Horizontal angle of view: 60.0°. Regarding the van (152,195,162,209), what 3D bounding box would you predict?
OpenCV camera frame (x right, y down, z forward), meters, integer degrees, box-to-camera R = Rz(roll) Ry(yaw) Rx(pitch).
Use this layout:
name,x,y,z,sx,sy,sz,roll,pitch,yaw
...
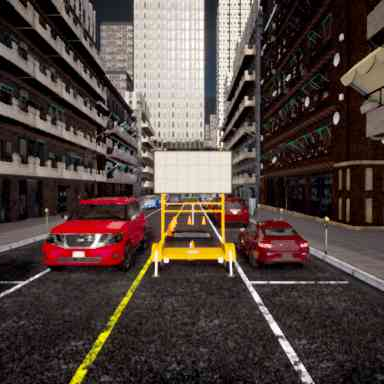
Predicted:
name,x,y,z,sx,sy,sz,roll,pitch,yaw
van,-5.338,1.322,44.259,1.690,1.788,3.998,-1,0,0

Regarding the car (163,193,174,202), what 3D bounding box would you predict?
name,x,y,z,sx,sy,sz,roll,pitch,yaw
car,-5.347,1.276,77.554,2.192,1.841,5.009,-1,0,0

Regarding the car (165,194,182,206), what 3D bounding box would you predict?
name,x,y,z,sx,sy,sz,roll,pitch,yaw
car,-2.764,1.193,53.951,2.150,2.045,5.566,0,0,0

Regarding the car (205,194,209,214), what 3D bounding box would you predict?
name,x,y,z,sx,sy,sz,roll,pitch,yaw
car,2.546,1.304,27.634,2.192,1.841,5.009,-1,0,0

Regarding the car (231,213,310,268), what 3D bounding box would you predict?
name,x,y,z,sx,sy,sz,roll,pitch,yaw
car,2.554,1.578,10.987,1.802,1.307,4.206,-1,0,0

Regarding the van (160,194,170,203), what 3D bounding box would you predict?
name,x,y,z,sx,sy,sz,roll,pitch,yaw
van,-5.344,1.310,66.455,1.690,1.788,3.998,-1,0,0

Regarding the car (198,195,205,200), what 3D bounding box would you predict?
name,x,y,z,sx,sy,sz,roll,pitch,yaw
car,2.533,1.478,88.843,1.752,1.417,4.829,-1,0,0

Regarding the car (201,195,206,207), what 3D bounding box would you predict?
name,x,y,z,sx,sy,sz,roll,pitch,yaw
car,2.544,1.506,44.451,1.752,1.417,4.829,-1,0,0

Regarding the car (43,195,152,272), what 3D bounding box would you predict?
name,x,y,z,sx,sy,sz,roll,pitch,yaw
car,-2.854,1.217,11.138,2.150,2.045,5.566,0,0,0

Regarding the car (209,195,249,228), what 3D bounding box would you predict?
name,x,y,z,sx,sy,sz,roll,pitch,yaw
car,2.548,1.306,22.084,2.192,1.841,5.009,-1,0,0

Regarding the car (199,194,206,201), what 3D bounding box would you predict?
name,x,y,z,sx,sy,sz,roll,pitch,yaw
car,2.542,1.418,49.830,1.967,1.590,4.097,-1,0,0

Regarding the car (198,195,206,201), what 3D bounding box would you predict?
name,x,y,z,sx,sy,sz,roll,pitch,yaw
car,2.534,1.501,83.124,1.887,1.381,4.507,-1,0,0

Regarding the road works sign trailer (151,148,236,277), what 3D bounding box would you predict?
name,x,y,z,sx,sy,sz,roll,pitch,yaw
road works sign trailer,0.028,0.461,10.236,2.380,3.560,2.880,0,0,-1
